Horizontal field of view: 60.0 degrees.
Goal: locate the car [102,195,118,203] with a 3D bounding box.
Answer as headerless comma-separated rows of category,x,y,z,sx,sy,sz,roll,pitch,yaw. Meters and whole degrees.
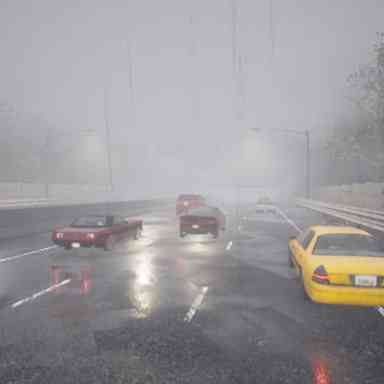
car,-13.213,1.333,55.604,2.097,1.767,4.553,0,0,12

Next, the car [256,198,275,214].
car,7.654,1.590,34.626,1.895,1.301,4.718,0,0,12

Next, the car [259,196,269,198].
car,9.620,1.341,44.493,2.097,1.767,4.553,0,0,12

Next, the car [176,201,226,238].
car,0.680,1.470,17.809,1.882,1.535,5.008,0,0,12

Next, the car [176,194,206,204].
car,0.008,1.205,32.023,2.150,2.045,5.566,0,0,12

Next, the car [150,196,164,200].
car,-5.968,1.479,56.104,2.128,1.511,4.902,0,0,12

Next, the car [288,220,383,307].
car,3.406,1.452,8.050,1.801,1.575,5.366,0,0,12

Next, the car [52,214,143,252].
car,-3.670,1.592,13.996,1.895,1.301,4.718,0,0,12

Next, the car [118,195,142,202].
car,-9.850,1.460,54.612,1.882,1.535,5.008,0,0,12
